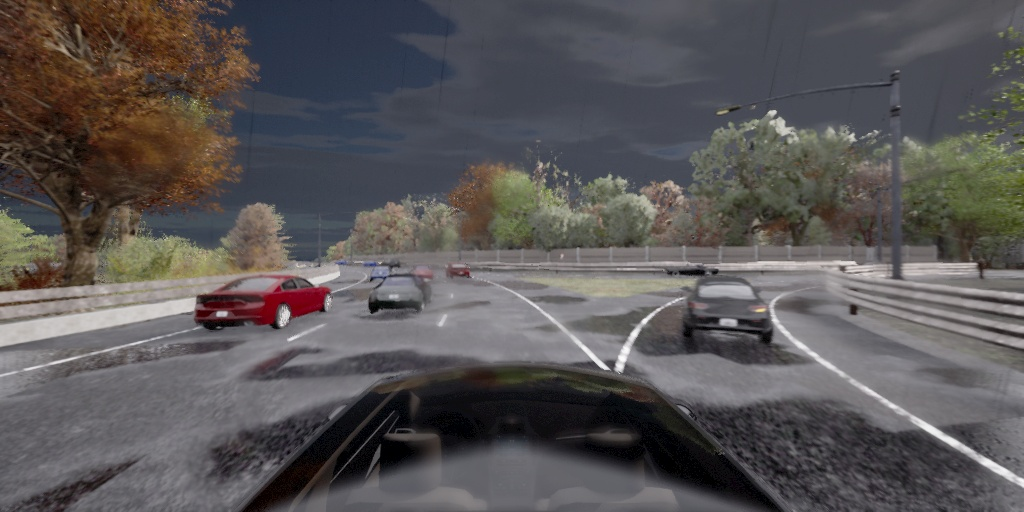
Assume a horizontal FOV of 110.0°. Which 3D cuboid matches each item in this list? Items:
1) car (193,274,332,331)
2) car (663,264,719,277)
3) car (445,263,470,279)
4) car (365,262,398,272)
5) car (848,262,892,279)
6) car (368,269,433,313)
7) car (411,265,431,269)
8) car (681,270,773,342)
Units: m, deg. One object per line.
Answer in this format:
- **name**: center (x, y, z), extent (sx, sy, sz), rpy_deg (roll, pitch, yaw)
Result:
- **car**: center (-7.536, 1.325, 11.499), extent (1.882, 1.535, 5.008), rpy_deg (0, 0, -5)
- **car**: center (17.474, 1.430, 35.207), extent (4.718, 1.301, 1.895), rpy_deg (0, 0, 9)
- **car**: center (-5.510, 1.446, 35.850), extent (1.882, 1.535, 5.008), rpy_deg (0, 0, -18)
- **car**: center (-11.748, 1.535, 32.517), extent (2.033, 1.411, 5.357), rpy_deg (0, 0, -17)
- **car**: center (30.792, 1.251, 30.497), extent (4.674, 1.442, 1.812), rpy_deg (0, 0, -19)
- **car**: center (-4.420, 1.411, 14.666), extent (1.994, 1.385, 4.181), rpy_deg (0, 0, -7)
- **car**: center (-8.793, 1.546, 34.861), extent (1.994, 1.385, 4.181), rpy_deg (0, 0, -18)
- **car**: center (5.748, 1.286, 9.858), extent (1.812, 1.442, 4.674), rpy_deg (-1, 0, 27)
